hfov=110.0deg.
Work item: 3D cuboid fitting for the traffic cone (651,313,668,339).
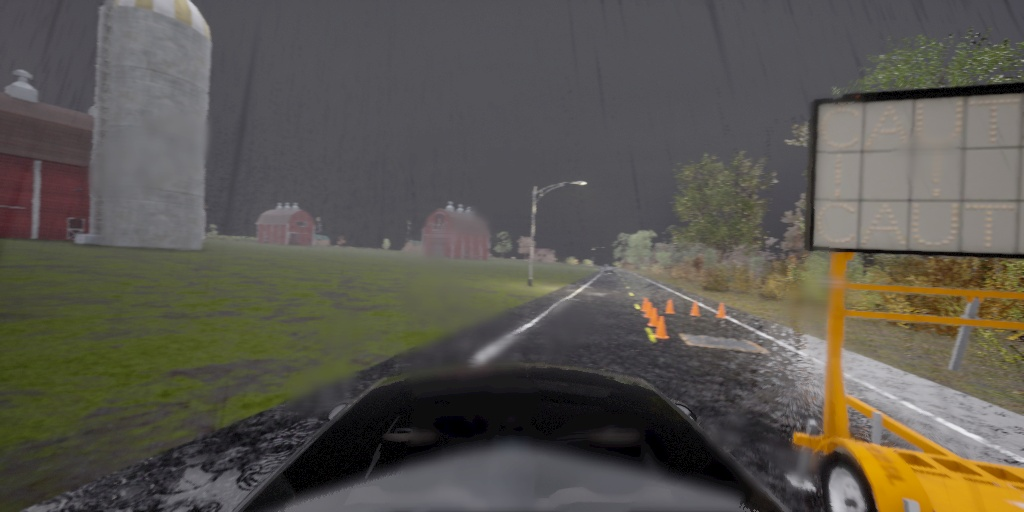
[{"bbox_3d":[4.197,1.992,10.121,0.340,0.580,0.340,0,0,16],"label":"traffic cone"}]

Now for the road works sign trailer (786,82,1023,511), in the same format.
[{"bbox_3d":[3.664,0.413,3.013,2.380,3.560,2.880,0,0,16],"label":"road works sign trailer"}]

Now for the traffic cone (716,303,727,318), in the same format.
[{"bbox_3d":[8.767,2.267,15.024,0.340,0.580,0.340,0,0,16],"label":"traffic cone"}]

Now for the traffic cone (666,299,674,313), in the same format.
[{"bbox_3d":[6.852,2.174,15.591,0.340,0.580,0.340,0,0,16],"label":"traffic cone"}]

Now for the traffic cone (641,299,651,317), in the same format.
[{"bbox_3d":[5.328,2.082,13.957,0.340,0.580,0.340,0,0,16],"label":"traffic cone"}]

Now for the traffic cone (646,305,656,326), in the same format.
[{"bbox_3d":[4.763,2.037,12.039,0.340,0.580,0.340,0,0,16],"label":"traffic cone"}]

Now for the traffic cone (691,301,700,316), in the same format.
[{"bbox_3d":[7.810,2.221,15.308,0.340,0.580,0.340,0,0,16],"label":"traffic cone"}]
